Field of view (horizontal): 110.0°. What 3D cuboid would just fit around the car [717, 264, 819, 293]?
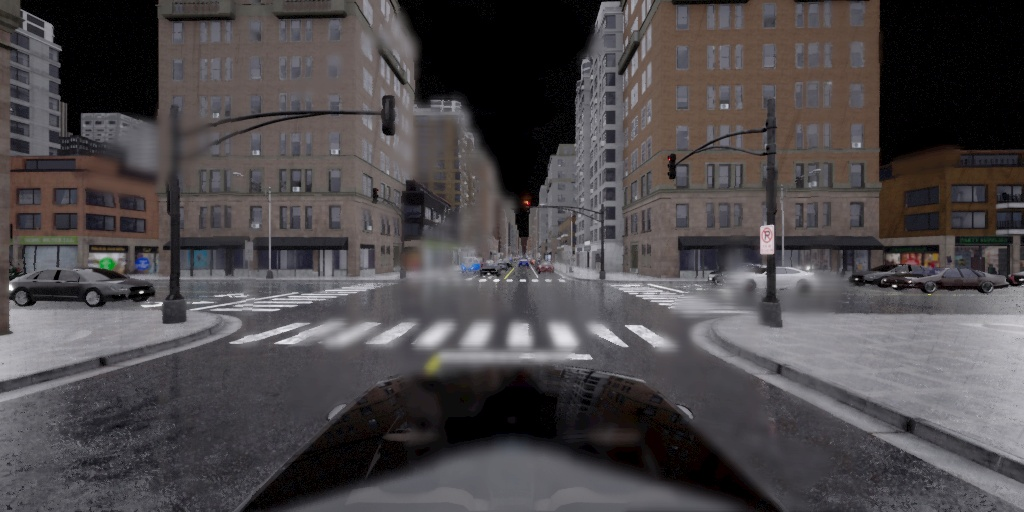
[{"bbox_3d":[14.787,1.291,20.556,4.674,1.442,1.812,0,0,3],"label":"car"}]

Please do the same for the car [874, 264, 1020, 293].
[{"bbox_3d":[24.374,1.326,20.275,5.357,1.411,2.033,0,0,2],"label":"car"}]

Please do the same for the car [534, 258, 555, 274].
[{"bbox_3d":[3.850,1.210,40.883,1.967,1.591,4.097,0,0,2],"label":"car"}]

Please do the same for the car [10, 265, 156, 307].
[{"bbox_3d":[-17.632,1.239,14.806,4.892,1.490,1.837,0,0,2],"label":"car"}]

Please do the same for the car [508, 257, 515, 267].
[{"bbox_3d":[-1.132,1.145,62.661,2.097,1.767,4.553,0,0,2],"label":"car"}]

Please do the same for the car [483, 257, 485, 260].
[{"bbox_3d":[-4.479,1.091,46.695,2.192,1.841,5.009,0,0,2],"label":"car"}]

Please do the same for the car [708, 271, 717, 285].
[{"bbox_3d":[15.666,1.257,23.783,4.902,1.511,2.128,0,0,2],"label":"car"}]

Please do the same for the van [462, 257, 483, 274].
[{"bbox_3d":[-4.671,1.111,41.175,1.690,1.789,3.998,0,0,2],"label":"van"}]

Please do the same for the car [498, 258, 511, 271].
[{"bbox_3d":[-1.653,1.341,48.276,1.994,1.385,4.181,0,0,3],"label":"car"}]

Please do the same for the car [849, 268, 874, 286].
[{"bbox_3d":[25.083,1.283,23.506,4.892,1.490,1.837,0,0,2],"label":"car"}]

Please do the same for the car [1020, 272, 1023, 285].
[{"bbox_3d":[35.065,1.360,23.204,4.181,1.385,1.994,0,0,2],"label":"car"}]

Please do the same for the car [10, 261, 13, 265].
[{"bbox_3d":[-37.895,1.082,25.357,4.553,1.767,2.097,0,0,2],"label":"car"}]

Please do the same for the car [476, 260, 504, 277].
[{"bbox_3d":[-2.111,1.366,35.854,1.895,1.301,4.718,0,0,2],"label":"car"}]
